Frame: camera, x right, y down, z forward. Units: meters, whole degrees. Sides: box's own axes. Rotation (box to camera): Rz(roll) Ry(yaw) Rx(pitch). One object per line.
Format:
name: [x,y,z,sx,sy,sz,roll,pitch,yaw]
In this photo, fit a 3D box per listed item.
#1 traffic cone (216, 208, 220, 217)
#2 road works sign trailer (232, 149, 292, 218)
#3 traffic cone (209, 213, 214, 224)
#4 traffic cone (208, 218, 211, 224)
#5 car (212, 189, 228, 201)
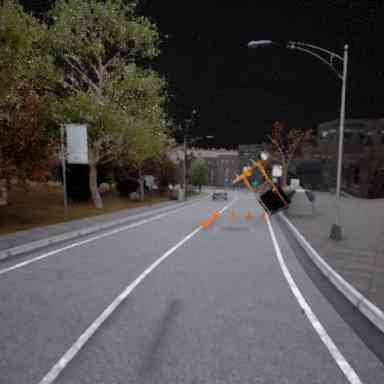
traffic cone: [1.399,1.434,20.470,0.340,0.580,0.340,1,2,11]
road works sign trailer: [4.219,-0.198,20.530,2.880,3.560,2.380,-34,-5,-32]
traffic cone: [1.020,1.482,18.507,0.340,0.580,0.340,1,2,11]
traffic cone: [0.646,1.633,17.086,0.340,0.340,0.580,1,2,-8]
car: [3.768,0.376,44.126,1.812,1.442,4.674,1,2,11]
